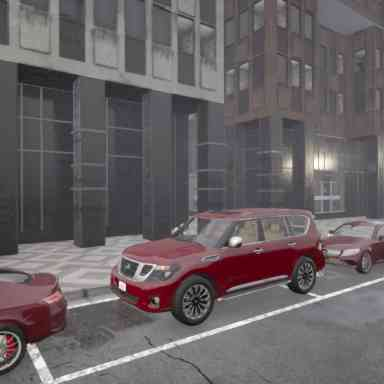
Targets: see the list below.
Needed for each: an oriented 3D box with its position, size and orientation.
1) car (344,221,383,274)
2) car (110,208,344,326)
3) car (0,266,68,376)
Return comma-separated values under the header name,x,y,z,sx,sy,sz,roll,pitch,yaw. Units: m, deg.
name,x,y,z,sx,sy,sz,roll,pitch,yaw
car,5.404,1.582,10.484,4.206,1.307,1.802,0,0,-35
car,0.837,1.315,7.240,5.009,1.841,2.192,0,0,-35
car,-3.730,1.582,3.995,4.206,1.307,1.802,0,0,-35
